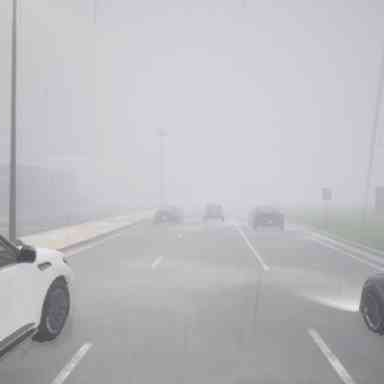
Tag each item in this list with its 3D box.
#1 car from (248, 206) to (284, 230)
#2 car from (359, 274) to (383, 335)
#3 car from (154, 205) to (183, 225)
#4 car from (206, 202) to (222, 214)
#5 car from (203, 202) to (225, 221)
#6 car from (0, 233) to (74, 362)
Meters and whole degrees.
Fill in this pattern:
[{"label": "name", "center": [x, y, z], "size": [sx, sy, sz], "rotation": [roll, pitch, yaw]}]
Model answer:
[{"label": "car", "center": [5.019, 1.697, 23.017], "size": [1.882, 1.535, 5.008], "rotation": [0, 0, 4]}, {"label": "car", "center": [3.893, 1.616, 4.198], "size": [1.994, 1.385, 4.181], "rotation": [0, 0, 2]}, {"label": "car", "center": [-1.784, 1.747, 26.153], "size": [1.812, 1.442, 4.674], "rotation": [0, 0, 4]}, {"label": "car", "center": [2.856, 1.983, 42.714], "size": [1.895, 1.301, 4.718], "rotation": [0, 0, 4]}, {"label": "car", "center": [1.963, 1.813, 29.664], "size": [2.033, 1.411, 5.357], "rotation": [0, -1, 4]}, {"label": "car", "center": [-3.213, 1.241, 3.462], "size": [2.150, 2.045, 5.566], "rotation": [0, 0, 2]}]
